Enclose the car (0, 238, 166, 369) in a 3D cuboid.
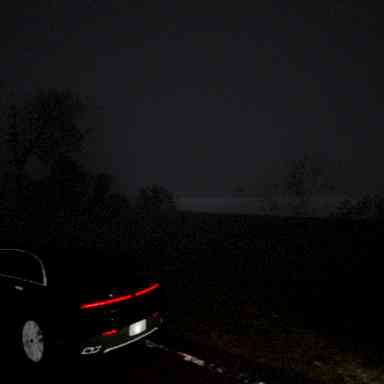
[{"bbox_3d":[-2.674,1.598,5.935,4.892,1.490,1.837,-1,-1,37],"label":"car"}]
